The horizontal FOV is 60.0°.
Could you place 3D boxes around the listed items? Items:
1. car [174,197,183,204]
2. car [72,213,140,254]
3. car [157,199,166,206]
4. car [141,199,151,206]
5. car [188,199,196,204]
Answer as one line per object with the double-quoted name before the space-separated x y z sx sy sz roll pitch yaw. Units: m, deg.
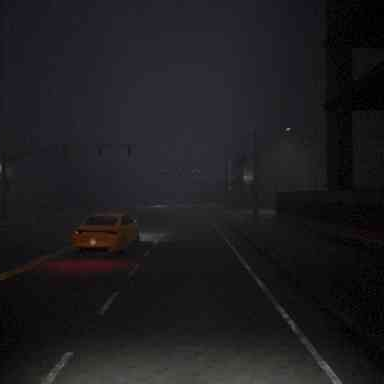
"car" -3.516 2.305 87.912 2.097 1.767 4.553 0 -1 0
"car" -3.480 1.636 14.216 1.882 1.535 5.008 0 0 0
"car" -7.014 2.375 76.758 2.128 1.511 4.902 0 -1 0
"car" -10.514 2.327 76.757 1.882 1.535 5.008 0 -1 0
"car" -0.016 2.503 87.940 1.994 1.385 4.181 0 -1 0
